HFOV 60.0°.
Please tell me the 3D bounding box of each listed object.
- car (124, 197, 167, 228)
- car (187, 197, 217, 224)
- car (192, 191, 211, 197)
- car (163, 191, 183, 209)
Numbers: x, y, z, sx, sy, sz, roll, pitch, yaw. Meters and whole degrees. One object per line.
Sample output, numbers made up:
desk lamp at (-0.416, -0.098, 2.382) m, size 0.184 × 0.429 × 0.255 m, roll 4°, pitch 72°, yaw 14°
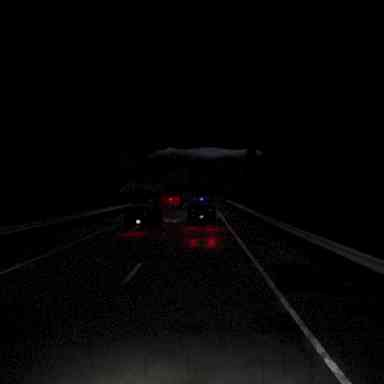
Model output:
car at (-2.900, 1.341, 20.744) m, size 1.837 × 1.490 × 4.892 m, roll 0°, pitch 1°, yaw 2°
car at (0.660, 1.310, 22.987) m, size 2.128 × 1.511 × 4.902 m, roll 0°, pitch 0°, yaw 2°
car at (1.158, 0.906, 40.359) m, size 2.150 × 2.045 × 5.566 m, roll 0°, pitch 1°, yaw 2°
car at (-2.357, 0.905, 40.196) m, size 2.150 × 2.045 × 5.566 m, roll 0°, pitch 1°, yaw 1°
